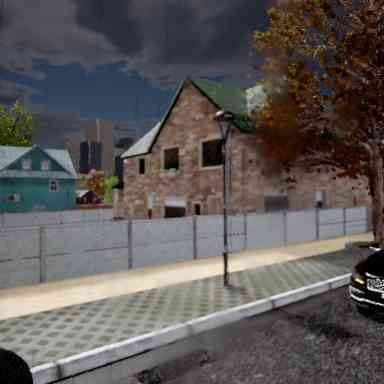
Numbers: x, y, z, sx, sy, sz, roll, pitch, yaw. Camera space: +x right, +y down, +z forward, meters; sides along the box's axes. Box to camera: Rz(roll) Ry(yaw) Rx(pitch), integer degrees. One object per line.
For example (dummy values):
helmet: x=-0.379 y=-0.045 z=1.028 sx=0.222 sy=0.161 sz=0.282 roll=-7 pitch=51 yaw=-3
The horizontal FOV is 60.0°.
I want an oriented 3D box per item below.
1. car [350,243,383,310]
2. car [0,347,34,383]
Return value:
car: x=5.224 y=1.484 z=7.025 sx=4.892 sy=1.490 sz=1.837 roll=-1 pitch=0 yaw=-37
car: x=-2.951 y=1.536 z=0.755 sx=4.892 sy=1.490 sz=1.837 roll=0 pitch=0 yaw=-39
